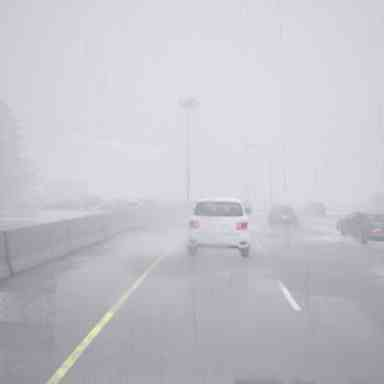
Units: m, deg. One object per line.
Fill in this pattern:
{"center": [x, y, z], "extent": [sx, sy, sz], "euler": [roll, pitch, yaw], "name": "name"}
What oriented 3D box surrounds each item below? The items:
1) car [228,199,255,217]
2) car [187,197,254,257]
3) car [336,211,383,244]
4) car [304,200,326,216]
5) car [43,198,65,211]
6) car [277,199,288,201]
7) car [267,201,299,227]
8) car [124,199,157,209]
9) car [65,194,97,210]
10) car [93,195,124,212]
{"center": [5.015, 1.530, 33.048], "extent": [2.128, 1.511, 4.902], "euler": [1, 0, 15], "name": "car"}
{"center": [1.134, 1.228, 13.252], "extent": [2.150, 2.045, 5.566], "euler": [0, 0, 7], "name": "car"}
{"center": [8.535, 1.626, 15.956], "extent": [2.033, 1.411, 5.357], "euler": [1, 0, 9], "name": "car"}
{"center": [12.665, 1.605, 34.422], "extent": [2.128, 1.511, 4.902], "euler": [1, 0, 16], "name": "car"}
{"center": [-15.352, 1.400, 38.973], "extent": [1.812, 1.442, 4.674], "euler": [1, 0, 15], "name": "car"}
{"center": [11.348, 1.624, 41.701], "extent": [1.812, 1.442, 4.674], "euler": [0, 0, 19], "name": "car"}
{"center": [6.412, 1.620, 23.645], "extent": [1.994, 1.385, 4.181], "euler": [1, 0, 11], "name": "car"}
{"center": [-5.226, 1.148, 36.183], "extent": [1.895, 1.301, 4.718], "euler": [1, 0, 15], "name": "car"}
{"center": [-11.963, 1.032, 38.082], "extent": [2.097, 1.767, 4.553], "euler": [1, 0, 15], "name": "car"}
{"center": [-8.598, 1.417, 37.133], "extent": [1.882, 1.535, 5.008], "euler": [1, 0, 15], "name": "car"}
